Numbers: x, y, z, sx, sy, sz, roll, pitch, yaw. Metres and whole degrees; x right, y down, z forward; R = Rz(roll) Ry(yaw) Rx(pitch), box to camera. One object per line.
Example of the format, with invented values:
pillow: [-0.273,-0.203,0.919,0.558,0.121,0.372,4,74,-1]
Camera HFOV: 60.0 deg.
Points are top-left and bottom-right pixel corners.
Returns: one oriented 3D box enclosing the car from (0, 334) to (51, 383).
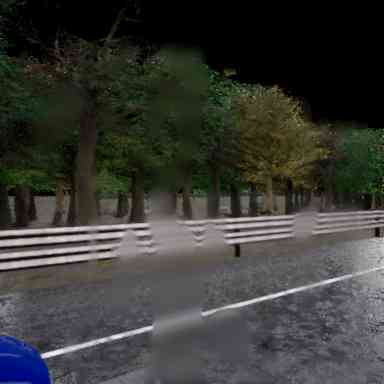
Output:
car: [-3.266,1.467,1.417,5.008,1.535,1.882,1,0,-35]
